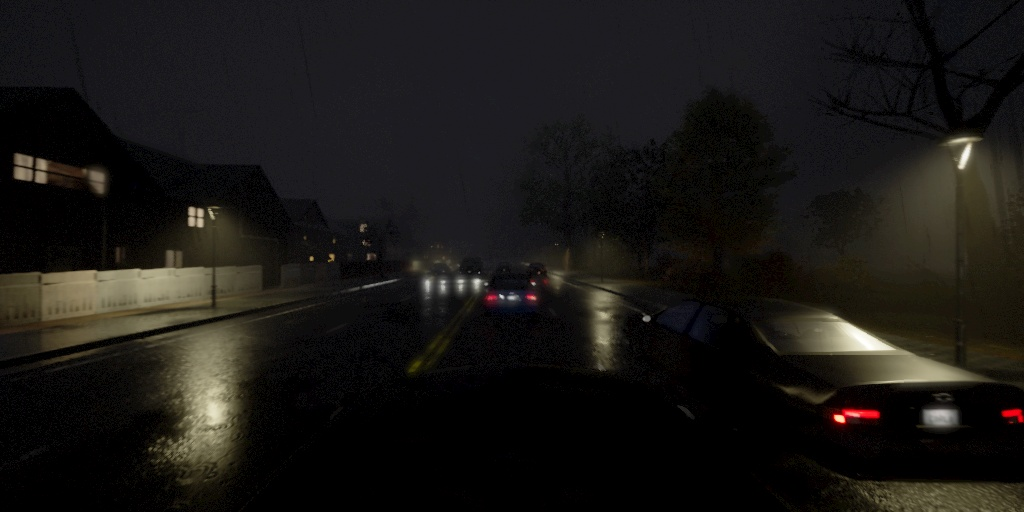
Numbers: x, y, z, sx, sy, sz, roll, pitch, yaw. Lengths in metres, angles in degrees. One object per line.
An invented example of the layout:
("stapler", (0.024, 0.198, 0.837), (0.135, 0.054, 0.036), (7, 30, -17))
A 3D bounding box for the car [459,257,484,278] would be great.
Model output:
("car", (-4.094, 1.149, 36.795), (2.150, 2.045, 5.566), (0, 0, -2))

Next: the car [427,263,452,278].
("car", (-7.342, 1.441, 36.646), (1.812, 1.442, 4.674), (0, 0, -2))

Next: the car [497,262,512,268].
("car", (-0.976, 1.459, 44.534), (1.812, 1.442, 4.674), (0, 0, -2))

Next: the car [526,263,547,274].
("car", (2.514, 1.428, 36.685), (1.812, 1.442, 4.674), (0, 0, -2))

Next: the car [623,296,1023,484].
("car", (3.308, 1.311, 5.291), (2.033, 1.411, 5.357), (0, 0, 0))

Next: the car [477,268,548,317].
("car", (-0.058, 1.352, 13.507), (2.033, 1.411, 5.357), (0, 0, -1))
